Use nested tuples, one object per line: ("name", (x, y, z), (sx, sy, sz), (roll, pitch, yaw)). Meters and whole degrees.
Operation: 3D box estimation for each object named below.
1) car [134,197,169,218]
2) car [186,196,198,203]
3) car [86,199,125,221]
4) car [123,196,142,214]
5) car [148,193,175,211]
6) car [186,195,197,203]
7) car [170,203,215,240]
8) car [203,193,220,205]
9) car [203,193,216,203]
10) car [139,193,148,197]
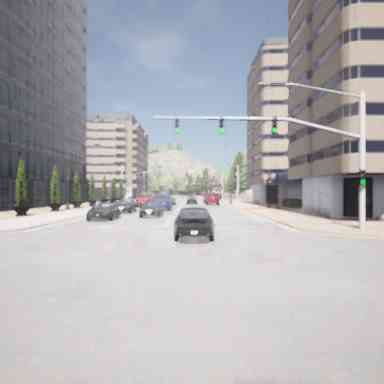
("car", (-3.586, 1.482, 30.168), (2.128, 1.511, 4.902), (0, 0, 0))
("car", (-0.018, 1.508, 57.985), (1.812, 1.442, 4.674), (0, 0, 0))
("car", (-7.095, 1.555, 26.964), (1.994, 1.385, 4.181), (0, 0, 0))
("car", (-7.092, 1.480, 35.713), (2.128, 1.511, 4.902), (0, 0, 0))
("car", (-3.572, 1.209, 40.034), (2.150, 2.045, 5.566), (0, 0, 0))
("car", (-0.021, 1.462, 67.103), (2.128, 1.511, 4.902), (0, 0, 0))
("car", (0.095, 1.500, 16.801), (1.837, 1.490, 4.892), (0, 0, 0))
("car", (3.482, 1.204, 56.879), (2.150, 2.045, 5.566), (0, 0, 0))
("car", (3.479, 1.202, 67.134), (2.150, 2.045, 5.566), (0, 0, 0))
("car", (-7.062, 1.203, 50.504), (2.150, 2.045, 5.566), (0, 0, 0))
